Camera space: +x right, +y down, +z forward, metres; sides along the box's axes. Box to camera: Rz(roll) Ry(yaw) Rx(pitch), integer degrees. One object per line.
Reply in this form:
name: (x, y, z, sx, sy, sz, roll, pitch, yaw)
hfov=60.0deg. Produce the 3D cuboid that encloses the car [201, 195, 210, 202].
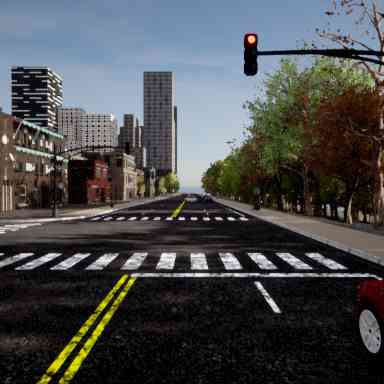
car: (3.088, 1.469, 76.289, 1.837, 1.490, 4.892, 0, 0, 0)

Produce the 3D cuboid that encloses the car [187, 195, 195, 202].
car: (-0.167, 1.469, 77.348, 1.837, 1.490, 4.892, 0, 0, 0)

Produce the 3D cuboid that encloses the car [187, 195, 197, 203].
car: (-0.045, 1.575, 67.309, 1.895, 1.301, 4.718, 0, 0, 0)

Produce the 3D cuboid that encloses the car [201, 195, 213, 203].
car: (3.206, 1.523, 65.794, 2.033, 1.411, 5.357, 0, 0, 0)

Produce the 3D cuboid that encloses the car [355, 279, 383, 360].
car: (3.344, 1.477, 2.928, 1.882, 1.535, 5.008, 0, 0, 0)
